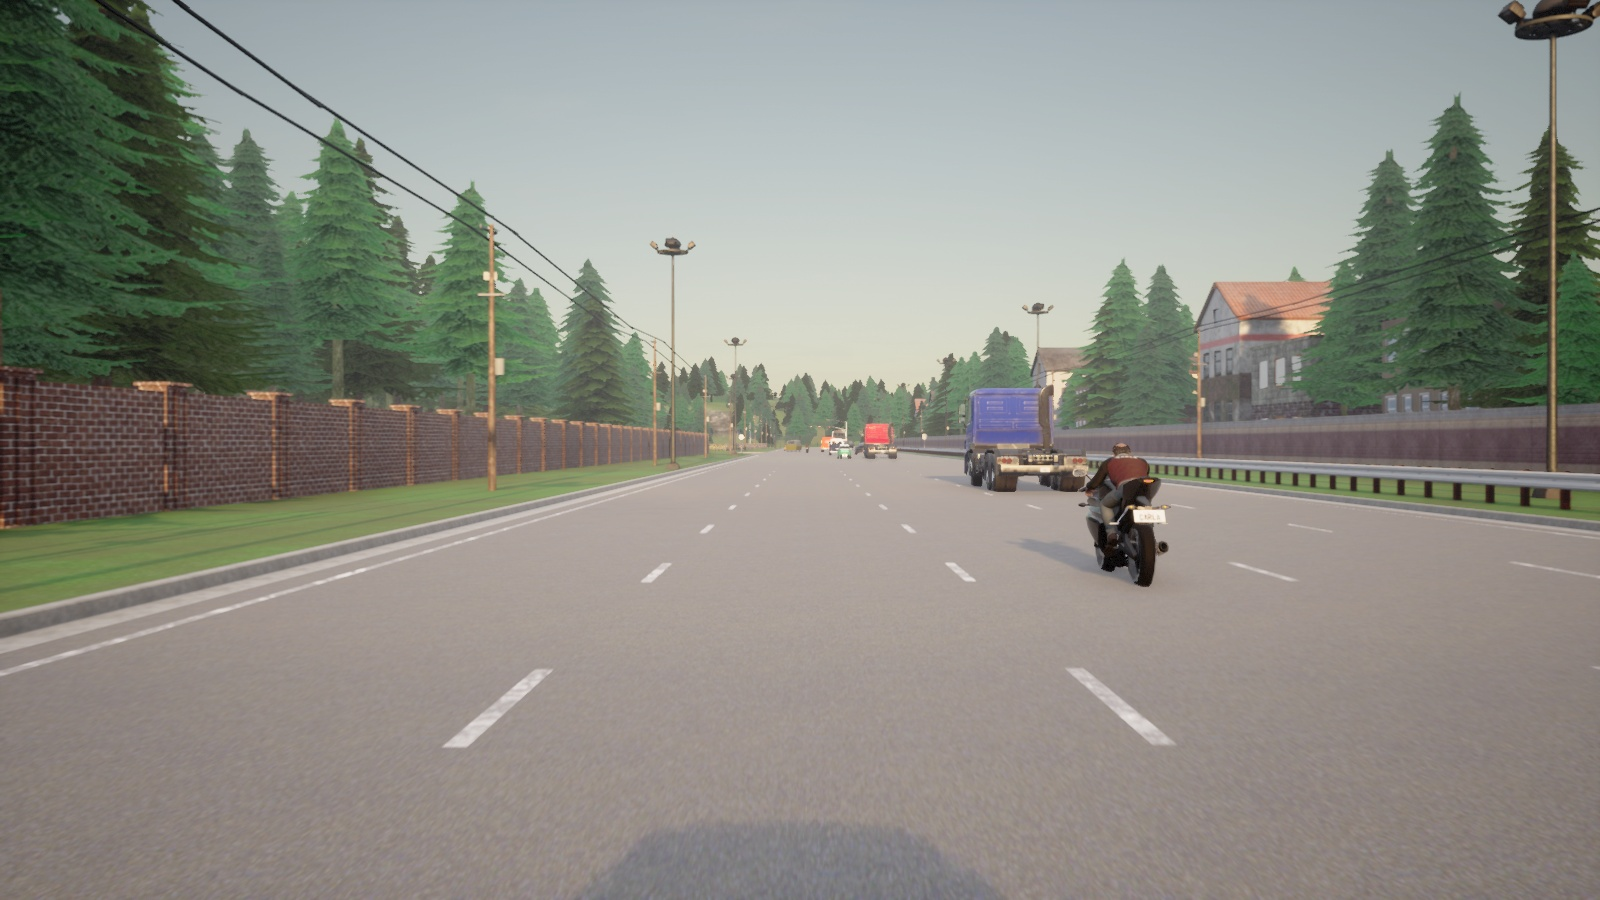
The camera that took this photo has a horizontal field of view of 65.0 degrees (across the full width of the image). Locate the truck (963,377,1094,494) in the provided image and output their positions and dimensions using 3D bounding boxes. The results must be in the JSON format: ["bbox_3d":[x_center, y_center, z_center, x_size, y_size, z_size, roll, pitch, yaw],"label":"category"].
[{"bbox_3d":[7.249,-0.456,41.003,2.891,3.462,7.936,0,0,0],"label":"truck"}]

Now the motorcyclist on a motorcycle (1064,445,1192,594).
[{"bbox_3d":[3.595,0.707,13.985,0.866,1.530,2.191,0,0,0],"label":"motorcyclist on a motorcycle"}]
